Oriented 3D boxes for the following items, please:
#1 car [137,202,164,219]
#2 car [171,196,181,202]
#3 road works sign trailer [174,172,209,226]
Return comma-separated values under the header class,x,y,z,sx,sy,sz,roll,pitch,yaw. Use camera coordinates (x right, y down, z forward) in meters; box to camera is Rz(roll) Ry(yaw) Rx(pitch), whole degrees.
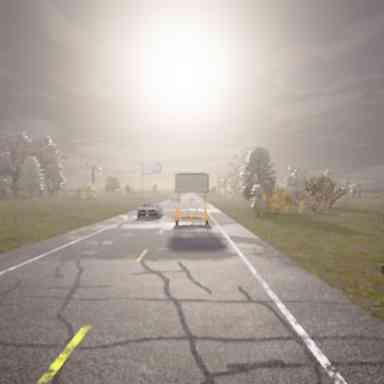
class,x,y,z,sx,sy,sz,roll,pitch,yaw
car,-3.602,1.569,29.056,1.895,1.301,4.718,0,0,0
car,-3.513,1.504,72.600,1.994,1.385,4.181,0,0,0
road works sign trailer,-0.004,0.438,23.134,2.380,3.560,2.880,0,0,0
